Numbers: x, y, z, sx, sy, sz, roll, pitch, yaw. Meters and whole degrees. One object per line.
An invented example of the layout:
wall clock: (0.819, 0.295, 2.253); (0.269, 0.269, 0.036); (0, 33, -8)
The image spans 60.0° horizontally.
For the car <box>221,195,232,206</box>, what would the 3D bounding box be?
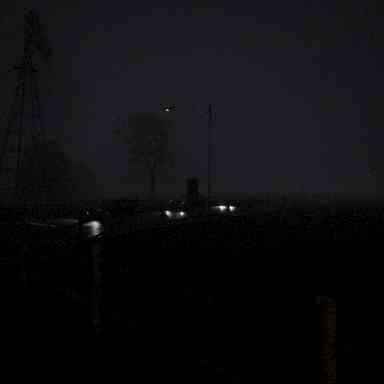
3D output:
car: (5.388, 1.005, 41.778); (1.994, 1.385, 4.181); (1, 2, 35)

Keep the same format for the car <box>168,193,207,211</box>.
car: (-0.383, 0.925, 33.629); (2.097, 1.767, 4.553); (1, 2, 35)

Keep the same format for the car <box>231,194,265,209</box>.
car: (6.568, 1.077, 37.051); (1.812, 1.442, 4.674); (1, 2, 35)

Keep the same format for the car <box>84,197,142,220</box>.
car: (-6.023, 1.206, 25.676); (1.837, 1.490, 4.892); (1, 2, 35)

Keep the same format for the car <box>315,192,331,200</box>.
car: (24.664, 0.710, 62.601); (1.994, 1.385, 4.181); (1, 1, 36)
